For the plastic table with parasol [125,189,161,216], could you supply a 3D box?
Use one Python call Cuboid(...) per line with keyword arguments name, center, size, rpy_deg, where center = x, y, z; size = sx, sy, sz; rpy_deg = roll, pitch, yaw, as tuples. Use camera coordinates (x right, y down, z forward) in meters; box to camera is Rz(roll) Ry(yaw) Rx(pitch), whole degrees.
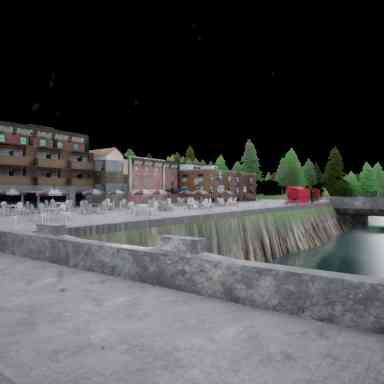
Cuboid(name="plastic table with parasol", center=(-4.710, 0.925, 32.160), size=(2.482, 2.480, 2.482), rpy_deg=(0, 0, 36))
